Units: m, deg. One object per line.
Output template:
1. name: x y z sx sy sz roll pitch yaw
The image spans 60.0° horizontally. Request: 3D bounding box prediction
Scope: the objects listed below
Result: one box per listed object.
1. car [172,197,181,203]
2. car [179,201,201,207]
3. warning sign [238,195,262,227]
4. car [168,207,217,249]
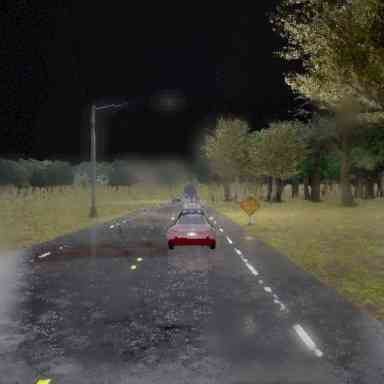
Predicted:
1. car: -3.500 1.766 75.886 1.895 1.301 4.718 0 0 0
2. car: 0.000 1.662 29.683 1.895 1.301 4.718 0 0 0
3. warning sign: 3.558 1.138 20.437 1.300 1.860 1.060 1 0 0
4. car: 0.000 1.584 14.652 1.994 1.385 4.181 0 0 0
